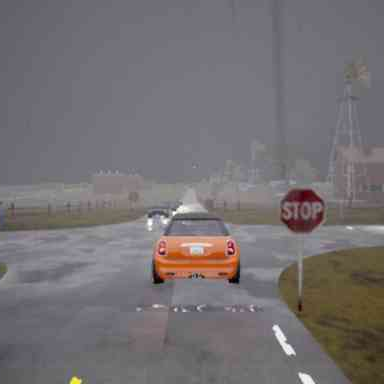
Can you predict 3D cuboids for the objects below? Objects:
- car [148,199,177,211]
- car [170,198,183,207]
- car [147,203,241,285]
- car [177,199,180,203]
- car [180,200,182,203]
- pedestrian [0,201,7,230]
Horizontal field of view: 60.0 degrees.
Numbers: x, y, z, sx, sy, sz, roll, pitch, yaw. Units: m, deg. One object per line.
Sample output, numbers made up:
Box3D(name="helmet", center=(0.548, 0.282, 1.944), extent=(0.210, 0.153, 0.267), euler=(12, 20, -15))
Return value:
Box3D(name="car", center=(-2.867, 1.611, 30.808), extent=(2.033, 1.411, 5.357), euler=(0, 0, 1))
Box3D(name="car", center=(-2.757, 1.863, 59.905), extent=(1.994, 1.385, 4.181), euler=(0, -1, 0))
Box3D(name="car", center=(0.105, 1.361, 9.720), extent=(2.097, 1.767, 4.553), euler=(0, 0, 0))
Box3D(name="car", center=(-2.817, 1.679, 40.103), extent=(1.994, 1.385, 4.181), euler=(0, 0, 0))
Box3D(name="car", center=(-2.807, 1.741, 49.927), extent=(2.033, 1.411, 5.357), euler=(0, -1, 0))
Box3D(name="pedestrian", center=(-12.142, 1.463, 21.285), extent=(0.375, 1.860, 0.375), euler=(0, 2, 0))
